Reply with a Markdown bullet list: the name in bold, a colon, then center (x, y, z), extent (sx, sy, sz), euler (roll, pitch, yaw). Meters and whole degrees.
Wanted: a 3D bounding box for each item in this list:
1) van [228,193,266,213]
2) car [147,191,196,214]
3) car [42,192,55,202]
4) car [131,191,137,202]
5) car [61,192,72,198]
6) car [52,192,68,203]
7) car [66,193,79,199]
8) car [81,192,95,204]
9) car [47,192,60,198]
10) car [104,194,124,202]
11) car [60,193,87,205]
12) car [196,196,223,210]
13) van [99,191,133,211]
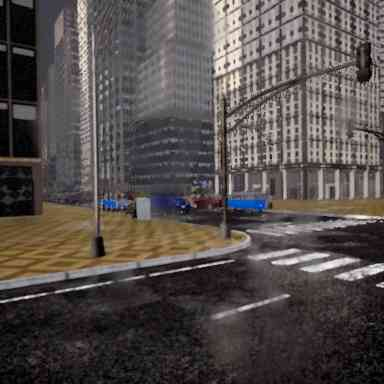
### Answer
- **van**: center (5.041, 0.949, 31.048), extent (1.690, 1.788, 3.998), euler (-1, 1, -34)
- **car**: center (-2.313, 0.924, 31.353), extent (2.150, 2.045, 5.566), euler (-1, 1, -34)
- **car**: center (-26.895, 1.141, 62.918), extent (1.802, 1.307, 4.206), euler (-1, 1, -34)
- **car**: center (-10.624, 0.792, 53.883), extent (2.192, 1.841, 5.009), euler (-1, 1, -34)
- **car**: center (-32.521, 0.809, 86.091), extent (1.752, 1.417, 4.829), euler (-1, 1, -34)
- **car**: center (-20.665, 1.165, 53.755), extent (2.008, 1.369, 4.403), euler (-1, 1, -34)
- **car**: center (-29.311, 0.863, 81.370), extent (2.008, 1.369, 4.403), euler (-1, 1, -34)
- **car**: center (-16.599, 1.126, 52.526), extent (2.033, 1.411, 5.357), euler (-1, 1, -34)
- **car**: center (-36.208, 0.842, 86.722), extent (2.128, 1.511, 4.902), euler (-1, 1, -34)
- **car**: center (-13.737, 0.994, 58.467), extent (1.887, 1.381, 4.507), euler (-1, 1, -34)
- **car**: center (-17.551, 1.207, 49.175), extent (1.947, 1.339, 4.313), euler (-1, 1, -34)
- **car**: center (1.855, 1.128, 35.580), extent (1.887, 1.381, 4.507), euler (-1, 1, -34)
- **van**: center (-8.209, 1.063, 35.431), extent (1.690, 1.788, 3.998), euler (-1, 1, -34)
